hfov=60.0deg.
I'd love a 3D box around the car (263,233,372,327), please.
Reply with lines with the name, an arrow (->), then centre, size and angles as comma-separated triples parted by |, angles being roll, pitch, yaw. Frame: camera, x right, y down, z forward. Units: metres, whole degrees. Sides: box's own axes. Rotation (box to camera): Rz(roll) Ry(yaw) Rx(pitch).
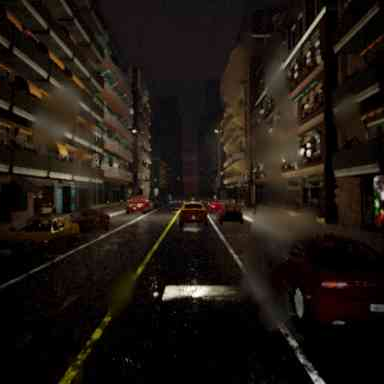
car -> 2.694, 1.544, 7.056 | 1.887, 1.381, 4.507 | 0, 0, 0

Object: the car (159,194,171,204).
car -> -5.684, 1.374, 63.960 | 2.192, 1.841, 5.009 | 0, 0, 0

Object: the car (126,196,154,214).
car -> -5.684, 1.327, 35.509 | 2.192, 1.841, 5.009 | 0, 0, 0

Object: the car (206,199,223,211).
car -> 2.695, 1.599, 41.198 | 1.802, 1.307, 4.206 | 0, 0, 0

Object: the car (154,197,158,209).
car -> -5.685, 1.542, 41.030 | 1.752, 1.417, 4.829 | 0, 0, 0

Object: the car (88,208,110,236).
car -> -5.686, 1.583, 18.440 | 1.802, 1.307, 4.206 | 0, 0, 0

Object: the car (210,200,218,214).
car -> 2.696, 1.594, 35.507 | 1.802, 1.307, 4.206 | 0, 0, 0

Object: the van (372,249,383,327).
van -> 2.696, 1.341, 1.365 | 1.690, 1.788, 3.998 | 0, 0, 0

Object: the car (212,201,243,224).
car -> 2.695, 1.587, 24.127 | 1.802, 1.307, 4.206 | 0, 0, 0

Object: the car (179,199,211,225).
car -> 0.102, 1.482, 23.835 | 1.882, 1.535, 5.008 | 0, 0, 0

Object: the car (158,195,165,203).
car -> -5.685, 1.616, 52.579 | 1.802, 1.307, 4.206 | 0, 0, 0

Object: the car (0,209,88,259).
car -> -5.685, 1.525, 12.578 | 1.752, 1.417, 4.829 | 0, 0, 0

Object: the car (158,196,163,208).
car -> -5.684, 1.590, 46.891 | 1.947, 1.339, 4.313 | 0, 0, 0

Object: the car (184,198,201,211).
car -> 0.103, 1.566, 42.082 | 2.033, 1.411, 5.357 | 0, 0, 0

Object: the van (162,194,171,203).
van -> -5.683, 1.427, 75.341 | 1.690, 1.788, 3.998 | 0, 0, 0
